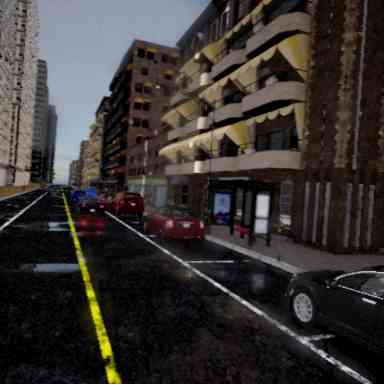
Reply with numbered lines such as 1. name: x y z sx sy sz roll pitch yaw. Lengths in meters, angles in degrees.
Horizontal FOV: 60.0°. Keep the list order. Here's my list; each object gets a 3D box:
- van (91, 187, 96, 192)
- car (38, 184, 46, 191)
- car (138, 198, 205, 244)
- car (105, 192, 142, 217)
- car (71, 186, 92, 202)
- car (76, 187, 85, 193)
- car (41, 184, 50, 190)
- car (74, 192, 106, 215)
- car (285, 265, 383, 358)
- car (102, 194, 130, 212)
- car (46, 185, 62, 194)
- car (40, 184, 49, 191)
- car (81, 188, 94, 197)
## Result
1. van: -17.575 -0.021 57.426 1.690 1.788 3.998 4 0 -22
2. car: -33.675 -1.093 75.326 1.967 1.590 4.097 4 0 -22
3. car: -0.932 1.340 15.435 1.967 1.590 4.097 4 0 -22
4. car: -5.085 0.897 25.933 2.192 1.841 5.009 4 0 -22
5. car: -13.749 0.412 40.621 1.882 1.535 5.008 4 0 -21
6. car: -27.996 -0.595 83.670 1.887 1.381 4.507 4 0 -22
7. car: -37.847 -1.278 85.824 1.947 1.339 4.313 4 0 -22
8. car: -7.930 0.980 25.989 1.895 1.301 4.718 4 0 -21
9. car: 3.222 1.769 4.939 2.008 1.369 4.403 4 0 -22
10. car: -7.186 1.004 31.182 1.802 1.307 4.206 4 0 -22
11. car: -25.398 -0.574 61.748 2.097 1.767 4.553 4 0 -22
12. car: -35.766 -1.107 80.574 1.802 1.307 4.206 4 0 -22
13. car: -19.671 0.048 62.676 1.947 1.339 4.313 4 0 -22
